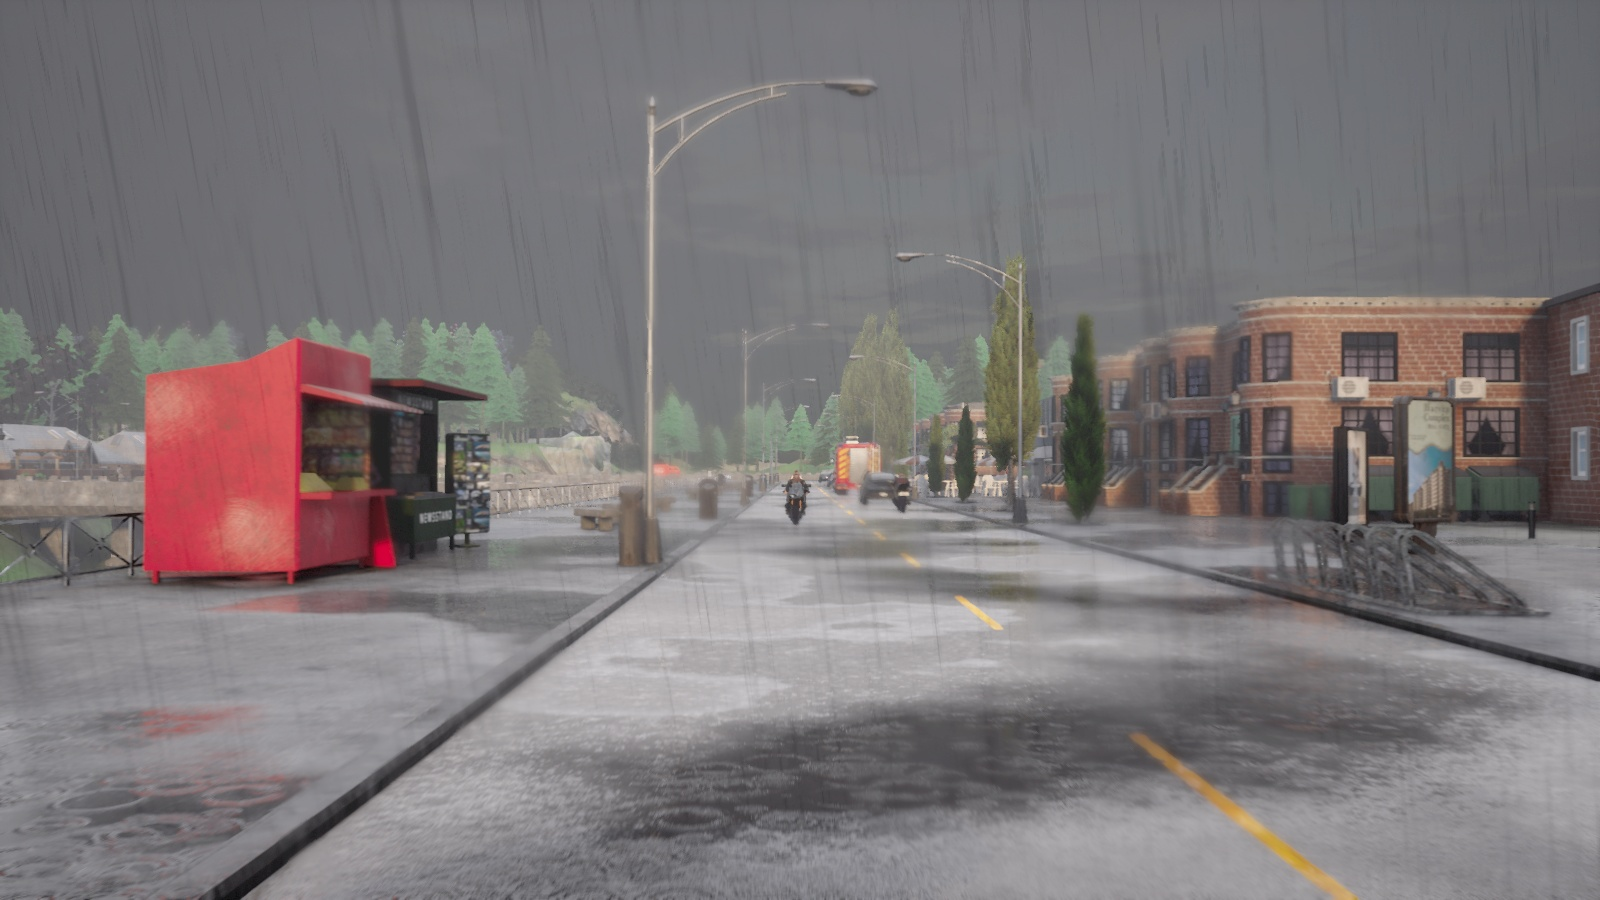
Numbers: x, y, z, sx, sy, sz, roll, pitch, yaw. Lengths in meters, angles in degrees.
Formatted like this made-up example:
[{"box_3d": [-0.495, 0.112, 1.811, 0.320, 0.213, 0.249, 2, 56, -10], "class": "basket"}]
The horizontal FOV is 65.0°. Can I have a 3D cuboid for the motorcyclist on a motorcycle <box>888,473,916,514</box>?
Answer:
[{"box_3d": [3.876, 1.635, 47.862, 0.866, 1.530, 2.191, 0, -1, 0], "class": "motorcyclist on a motorcycle"}]

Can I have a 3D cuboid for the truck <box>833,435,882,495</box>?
[{"box_3d": [3.776, 1.052, 84.630, 2.891, 3.827, 8.468, 0, -1, 0], "class": "truck"}]

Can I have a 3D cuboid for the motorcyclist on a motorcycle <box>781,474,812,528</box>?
[{"box_3d": [-0.094, 1.460, 36.462, 0.866, 1.530, 2.191, 0, -1, 0], "class": "motorcyclist on a motorcycle"}]

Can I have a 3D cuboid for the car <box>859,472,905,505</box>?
[{"box_3d": [3.845, 1.804, 59.741, 1.837, 1.490, 4.892, 0, -1, 0], "class": "car"}]
